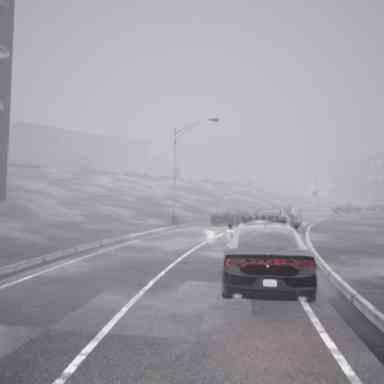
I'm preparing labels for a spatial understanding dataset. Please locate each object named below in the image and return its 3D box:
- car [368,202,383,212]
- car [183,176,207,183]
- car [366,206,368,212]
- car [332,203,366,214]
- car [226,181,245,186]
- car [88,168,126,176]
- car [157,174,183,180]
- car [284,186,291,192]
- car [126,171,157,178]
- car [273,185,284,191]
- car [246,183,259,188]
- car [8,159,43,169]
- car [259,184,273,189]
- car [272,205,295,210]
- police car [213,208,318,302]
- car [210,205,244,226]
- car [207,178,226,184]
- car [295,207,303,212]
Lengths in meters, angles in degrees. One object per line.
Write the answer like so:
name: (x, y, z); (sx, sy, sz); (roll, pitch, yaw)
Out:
car: (28.559, 2.212, 49.318); (4.674, 1.442, 1.812); (1, -4, -38)
car: (-0.285, -2.038, 60.124); (5.008, 1.535, 2.097); (4, -5, -41)
car: (30.341, 2.557, 55.192); (4.181, 1.385, 1.994); (2, -4, -37)
car: (19.700, 2.095, 42.053); (4.718, 1.301, 1.895); (1, -4, -40)
car: (7.902, -1.460, 67.821); (4.792, 1.488, 2.163); (4, -6, -44)
car: (-12.971, -2.770, 49.420); (4.892, 1.521, 2.231); (3, -5, -39)
car: (-4.447, -2.258, 56.461); (4.674, 1.452, 2.002); (3, -5, -40)
car: (23.055, -0.526, 83.995); (2.435, 2.045, 5.566); (-4, -6, 41)
car: (-8.687, -2.546, 52.894); (4.892, 1.521, 2.231); (3, -5, -39)
car: (19.347, -0.742, 79.789); (2.185, 1.767, 4.553); (-4, -6, 42)
car: (11.800, -1.173, 71.718); (2.002, 1.452, 4.674); (-4, -6, 45)
car: (-21.474, -3.314, 42.554); (4.553, 1.767, 2.185); (3, -5, -39)
car: (15.545, -0.932, 75.630); (2.231, 1.521, 4.892); (-4, -6, 44)
car: (4.229, 1.591, 17.642); (1.837, 1.490, 4.892); (-1, -1, 19)
police car: (1.839, 1.442, 8.515); (1.930, 1.638, 5.238); (-1, 0, 10)
car: (3.026, 1.772, 26.012); (1.882, 1.535, 5.008); (-2, -2, 27)
car: (3.779, -1.897, 63.865); (4.553, 1.767, 2.185); (4, -6, -42)
car: (6.402, 1.652, 22.942); (1.837, 1.490, 4.892); (-2, -1, 25)
